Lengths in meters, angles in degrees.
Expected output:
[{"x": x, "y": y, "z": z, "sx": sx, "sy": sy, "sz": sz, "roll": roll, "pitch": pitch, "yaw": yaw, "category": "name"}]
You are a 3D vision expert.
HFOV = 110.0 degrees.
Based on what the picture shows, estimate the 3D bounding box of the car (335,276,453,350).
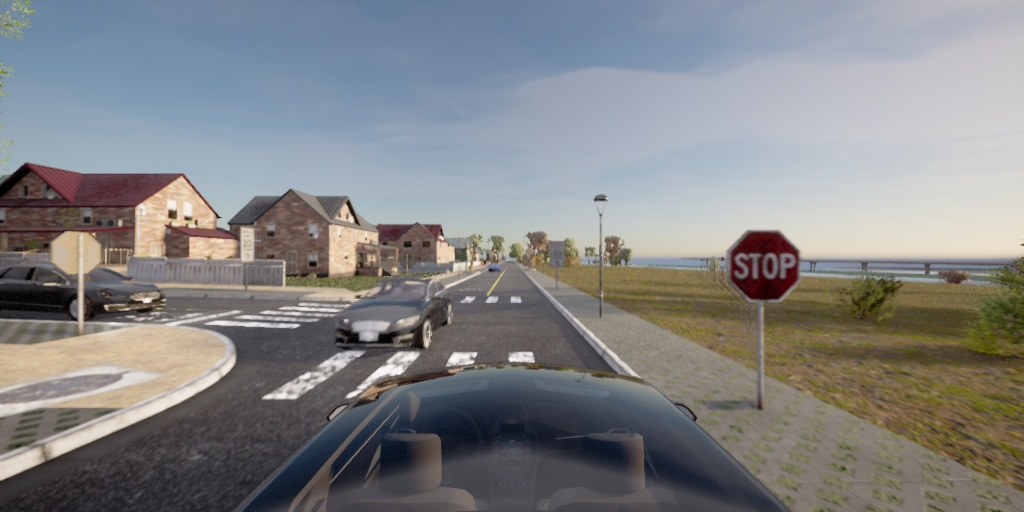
[{"x": -2.744, "y": 1.311, "z": 9.334, "sx": 2.128, "sy": 1.511, "sz": 4.902, "roll": 1, "pitch": -1, "yaw": 0, "category": "car"}]

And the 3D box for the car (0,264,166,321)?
[{"x": -13.159, "y": 1.002, "z": 10.689, "sx": 4.892, "sy": 1.490, "sz": 1.837, "roll": 2, "pitch": 0, "yaw": 3, "category": "car"}]

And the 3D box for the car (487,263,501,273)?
[{"x": -2.742, "y": 1.840, "z": 55.762, "sx": 1.882, "sy": 1.535, "sz": 5.008, "roll": 0, "pitch": 0, "yaw": 0, "category": "car"}]
